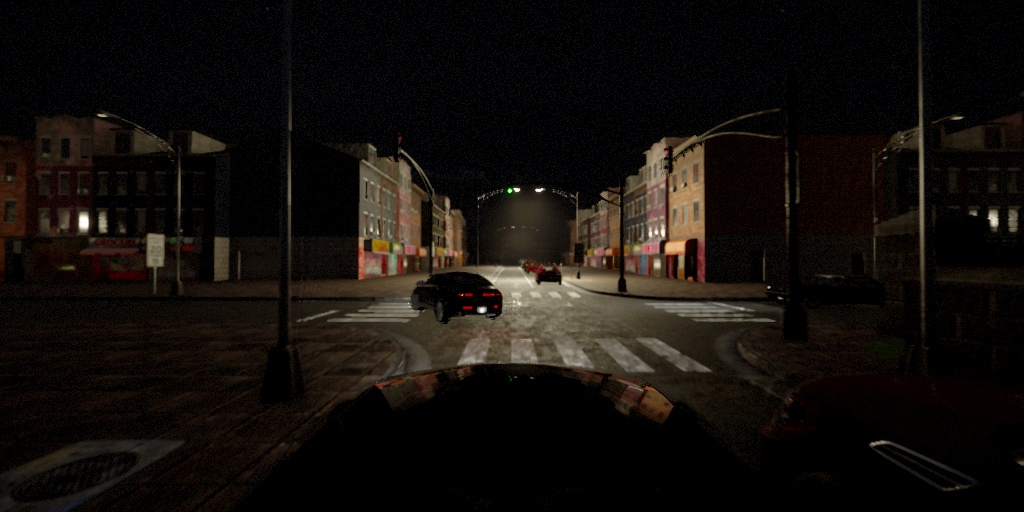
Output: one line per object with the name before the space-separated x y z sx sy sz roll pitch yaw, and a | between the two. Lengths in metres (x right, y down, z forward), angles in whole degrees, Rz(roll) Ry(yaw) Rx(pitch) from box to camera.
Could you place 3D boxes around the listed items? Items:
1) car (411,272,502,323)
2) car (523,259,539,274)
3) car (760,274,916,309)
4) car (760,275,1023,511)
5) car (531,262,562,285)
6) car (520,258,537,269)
car | -2.035 1.288 12.375 1.837 1.490 4.892 3 -1 -29
car | 2.646 1.440 42.988 1.888 1.381 4.507 0 0 0
car | 13.300 1.428 14.854 4.718 1.301 1.895 0 -1 0
car | 2.638 1.061 0.248 2.192 1.841 5.009 0 0 0
car | 2.643 1.373 26.677 1.888 1.381 4.507 0 0 0
car | 2.647 1.235 48.425 2.192 1.841 5.009 0 0 0
